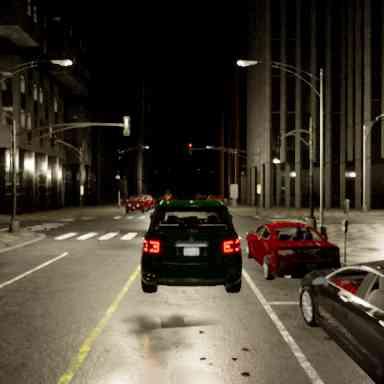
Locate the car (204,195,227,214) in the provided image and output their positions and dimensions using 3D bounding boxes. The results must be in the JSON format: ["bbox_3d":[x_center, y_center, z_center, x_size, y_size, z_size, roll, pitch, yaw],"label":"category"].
[{"bbox_3d":[2.515,1.307,36.809,2.192,1.841,5.009,0,0,0],"label":"car"}]

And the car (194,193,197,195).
[{"bbox_3d":[2.166,1.617,87.604,1.947,1.339,4.313,0,0,0],"label":"car"}]

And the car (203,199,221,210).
[{"bbox_3d":[2.477,1.559,42.453,1.947,1.339,4.313,0,0,0],"label":"car"}]

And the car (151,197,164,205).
[{"bbox_3d":[-6.165,1.573,59.332,1.947,1.339,4.313,0,0,0],"label":"car"}]

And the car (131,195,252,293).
[{"bbox_3d":[-0.018,1.217,8.969,2.150,2.045,5.566,0,0,0],"label":"car"}]

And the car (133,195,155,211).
[{"bbox_3d":[-6.049,1.308,42.403,2.192,1.841,5.009,0,0,0],"label":"car"}]

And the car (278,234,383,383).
[{"bbox_3d":[2.743,1.548,4.244,2.008,1.369,4.403,0,0,0],"label":"car"}]

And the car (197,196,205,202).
[{"bbox_3d":[2.205,1.609,81.959,1.947,1.339,4.313,0,0,0],"label":"car"}]

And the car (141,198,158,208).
[{"bbox_3d":[-6.086,1.562,48.045,1.947,1.339,4.313,0,0,0],"label":"car"}]

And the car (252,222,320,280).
[{"bbox_3d":[2.703,1.539,9.769,1.887,1.381,4.507,0,0,0],"label":"car"}]

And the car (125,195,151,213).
[{"bbox_3d":[-6.010,1.307,36.760,2.192,1.841,5.009,0,0,0],"label":"car"}]

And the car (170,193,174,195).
[{"bbox_3d":[-6.361,1.367,87.550,2.192,1.841,5.009,0,0,0],"label":"car"}]
